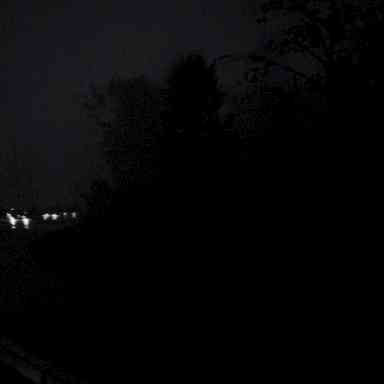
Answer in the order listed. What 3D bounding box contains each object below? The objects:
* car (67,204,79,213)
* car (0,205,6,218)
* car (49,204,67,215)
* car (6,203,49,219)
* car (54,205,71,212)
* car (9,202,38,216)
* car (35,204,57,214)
[{"bbox_3d":[-20.452,2.813,56.594,1.812,1.442,4.674,-1,-2,-7],"label":"car"},{"bbox_3d":[-21.648,2.145,35.978,1.882,1.535,5.008,-1,-2,-6],"label":"car"},{"bbox_3d":[-19.320,2.513,46.409,1.994,1.385,4.181,-1,-2,-7],"label":"car"},{"bbox_3d":[-18.266,2.194,37.257,2.033,1.411,5.357,-1,-2,-6],"label":"car"},{"bbox_3d":[-24.893,3.197,64.045,1.895,1.301,4.718,-1,-2,-7],"label":"car"},{"bbox_3d":[-22.671,2.318,45.045,2.097,1.767,4.553,-1,-2,-7],"label":"car"},{"bbox_3d":[-23.688,2.772,54.085,1.837,1.490,4.892,-1,-2,-6],"label":"car"}]
